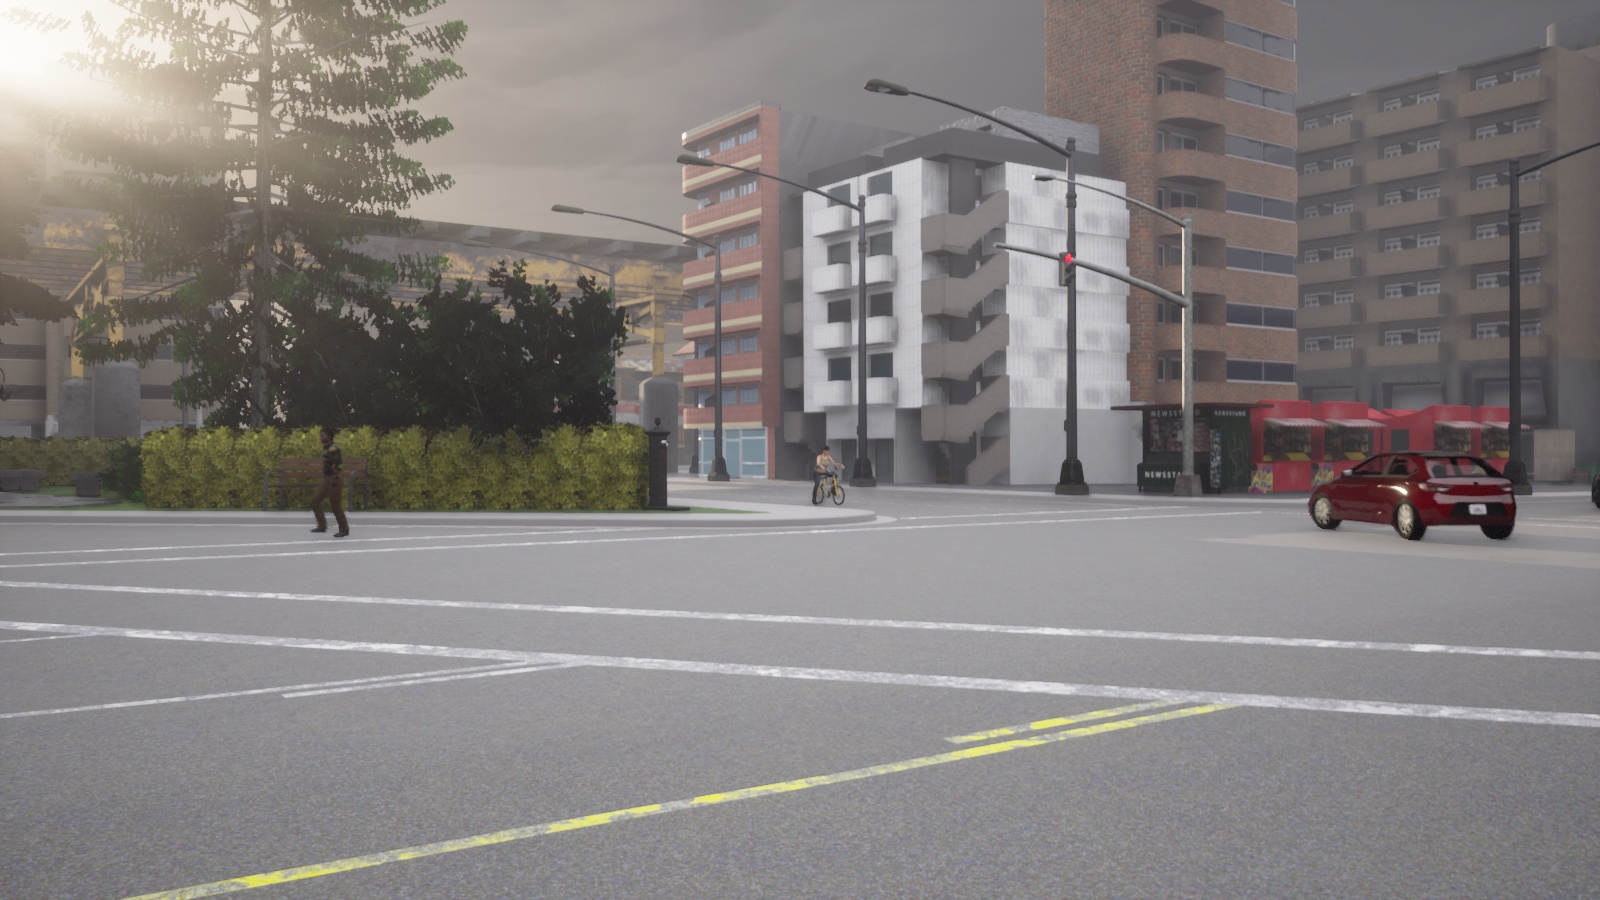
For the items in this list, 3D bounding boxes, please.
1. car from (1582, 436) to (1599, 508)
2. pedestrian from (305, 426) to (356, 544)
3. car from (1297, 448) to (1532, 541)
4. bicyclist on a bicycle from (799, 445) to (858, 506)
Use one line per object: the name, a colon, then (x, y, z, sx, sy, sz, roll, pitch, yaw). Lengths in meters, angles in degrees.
car: (21.919, 0.543, 31.659, 4.553, 1.767, 2.097, 0, 0, -35)
pedestrian: (-7.836, 0.578, 20.962, 0.692, 1.930, 0.395, -1, 0, -41)
car: (10.651, 0.710, 22.150, 1.816, 1.474, 4.193, 0, 0, -5)
bicyclist on a bicycle: (0.768, 0.684, 34.005, 0.866, 1.612, 1.509, 0, 0, -34)
